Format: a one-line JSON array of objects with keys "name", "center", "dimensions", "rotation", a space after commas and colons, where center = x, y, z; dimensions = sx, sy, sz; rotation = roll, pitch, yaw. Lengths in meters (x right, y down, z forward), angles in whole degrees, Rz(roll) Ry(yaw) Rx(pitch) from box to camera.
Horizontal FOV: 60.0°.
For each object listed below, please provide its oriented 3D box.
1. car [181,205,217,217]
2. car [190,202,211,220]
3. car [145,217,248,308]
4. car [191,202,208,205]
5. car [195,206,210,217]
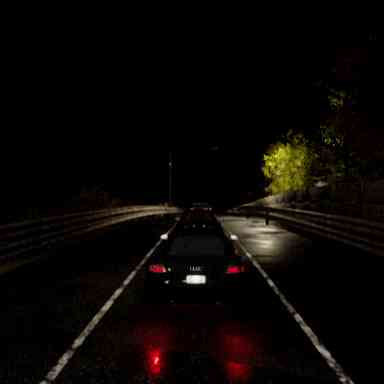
[{"name": "car", "center": [0.301, 1.486, 14.352], "dimensions": [1.837, 1.490, 4.892], "rotation": [0, -1, 1]}, {"name": "car", "center": [0.925, 1.942, 34.793], "dimensions": [2.097, 1.767, 4.553], "rotation": [0, -3, 3]}, {"name": "car", "center": [0.159, 1.511, 7.882], "dimensions": [1.994, 1.385, 4.181], "rotation": [0, 0, 3]}, {"name": "car", "center": [0.434, 1.570, 20.246], "dimensions": [2.128, 1.511, 4.902], "rotation": [0, -1, 1]}, {"name": "car", "center": [1.506, 2.700, 45.972], "dimensions": [1.882, 1.535, 5.008], "rotation": [0, -3, 4]}]
